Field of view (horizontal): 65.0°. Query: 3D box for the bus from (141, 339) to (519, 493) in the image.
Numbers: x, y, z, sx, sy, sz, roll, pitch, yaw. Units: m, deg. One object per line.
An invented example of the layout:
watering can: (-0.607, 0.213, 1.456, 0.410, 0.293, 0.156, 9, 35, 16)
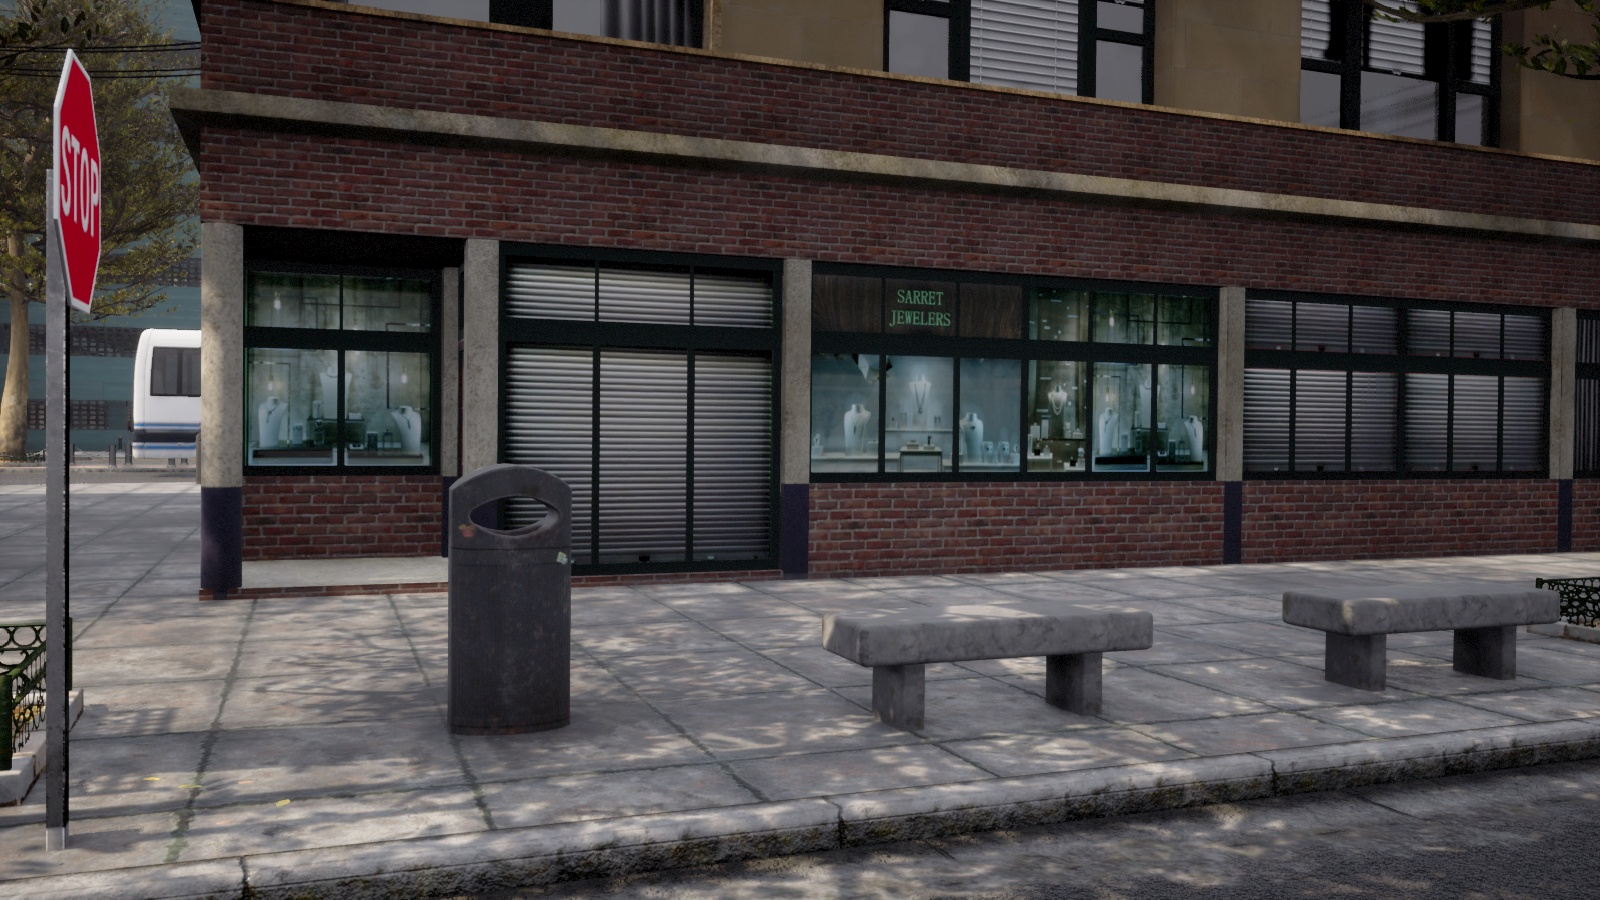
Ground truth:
bus: (-14.137, -1.052, 38.468, 10.273, 4.253, 3.944, -1, 1, -21)
